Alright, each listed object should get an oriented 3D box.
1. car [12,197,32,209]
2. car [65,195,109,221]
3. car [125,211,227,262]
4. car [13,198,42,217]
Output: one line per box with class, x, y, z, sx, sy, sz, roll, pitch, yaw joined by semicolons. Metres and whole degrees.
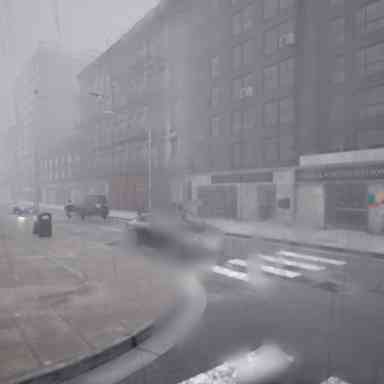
car;-25.449;1.604;49.718;1.837;1.490;4.892;-1;0;-37
car;-8.903;1.240;27.949;2.150;2.045;5.566;-1;0;-37
car;-0.771;1.485;12.380;2.128;1.511;4.902;-1;0;-37
car;-16.479;1.590;33.067;1.812;1.442;4.674;-1;0;-37
